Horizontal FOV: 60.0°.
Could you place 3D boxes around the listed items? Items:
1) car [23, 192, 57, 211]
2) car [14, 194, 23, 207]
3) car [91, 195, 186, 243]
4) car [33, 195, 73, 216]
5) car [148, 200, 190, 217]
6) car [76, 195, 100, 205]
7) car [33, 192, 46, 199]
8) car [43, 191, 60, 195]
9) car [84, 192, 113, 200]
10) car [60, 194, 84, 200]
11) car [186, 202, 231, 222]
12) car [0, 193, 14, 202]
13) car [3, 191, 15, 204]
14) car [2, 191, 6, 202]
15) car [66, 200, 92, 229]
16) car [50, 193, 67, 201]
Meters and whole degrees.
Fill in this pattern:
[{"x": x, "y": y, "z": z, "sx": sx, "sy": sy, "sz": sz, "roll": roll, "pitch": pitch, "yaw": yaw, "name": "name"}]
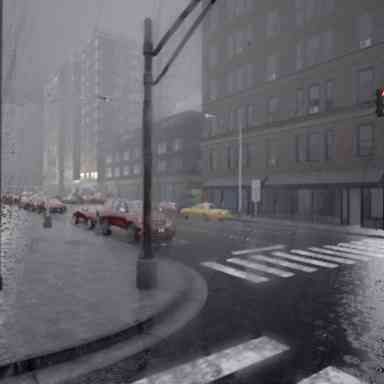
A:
[{"x": -15.477, "y": 1.096, "z": 33.748, "sx": 1.967, "sy": 1.590, "sz": 4.097, "roll": 1, "pitch": 0, "yaw": -36, "name": "car"}, {"x": -18.665, "y": 1.142, "z": 38.209, "sx": 2.008, "sy": 1.369, "sz": 4.403, "roll": 1, "pitch": 0, "yaw": -36, "name": "car"}, {"x": -2.732, "y": 1.247, "z": 15.905, "sx": 2.192, "sy": 1.841, "sz": 5.009, "roll": 2, "pitch": 0, "yaw": -36, "name": "car"}, {"x": -12.294, "y": 1.266, "z": 29.286, "sx": 1.887, "sy": 1.381, "sz": 4.507, "roll": 2, "pitch": 0, "yaw": -36, "name": "car"}, {"x": -2.168, "y": 1.435, "z": 29.774, "sx": 1.802, "sy": 1.307, "sz": 4.206, "roll": 1, "pitch": 0, "yaw": -36, "name": "car"}, {"x": -14.910, "y": 1.145, "z": 47.620, "sx": 2.008, "sy": 1.369, "sz": 4.403, "roll": 1, "pitch": 0, "yaw": -36, "name": "car"}, {"x": -34.124, "y": 0.791, "z": 74.527, "sx": 1.752, "sy": 1.417, "sz": 4.829, "roll": 1, "pitch": 0, "yaw": -36, "name": "car"}, {"x": -21.587, "y": 0.994, "z": 52.365, "sx": 1.837, "sy": 1.490, "sz": 4.892, "roll": 1, "pitch": 0, "yaw": -36, "name": "car"}, {"x": -11.719, "y": 0.971, "z": 43.159, "sx": 2.192, "sy": 1.841, "sz": 5.009, "roll": 1, "pitch": 0, "yaw": -36, "name": "car"}, {"x": -15.610, "y": 1.107, "z": 44.081, "sx": 1.837, "sy": 1.490, "sz": 4.892, "roll": 1, "pitch": 0, "yaw": -35, "name": "car"}, {"x": 0.920, "y": 1.447, "z": 25.451, "sx": 1.752, "sy": 1.417, "sz": 4.829, "roll": 1, "pitch": 0, "yaw": -36, "name": "car"}, {"x": -31.307, "y": 0.881, "z": 55.914, "sx": 1.752, "sy": 1.417, "sz": 4.829, "roll": 1, "pitch": 0, "yaw": -36, "name": "car"}, {"x": -25.035, "y": 1.012, "z": 47.130, "sx": 1.887, "sy": 1.381, "sz": 4.507, "roll": 1, "pitch": 0, "yaw": -36, "name": "car"}, {"x": -28.219, "y": 0.851, "z": 51.592, "sx": 1.967, "sy": 1.590, "sz": 4.097, "roll": 1, "pitch": 0, "yaw": -36, "name": "car"}, {"x": -5.923, "y": 1.404, "z": 20.365, "sx": 1.887, "sy": 1.381, "sz": 4.507, "roll": 2, "pitch": 0, "yaw": -36, "name": "car"}, {"x": -24.565, "y": 0.943, "z": 61.141, "sx": 1.752, "sy": 1.417, "sz": 4.829, "roll": 1, "pitch": 0, "yaw": -36, "name": "car"}]
